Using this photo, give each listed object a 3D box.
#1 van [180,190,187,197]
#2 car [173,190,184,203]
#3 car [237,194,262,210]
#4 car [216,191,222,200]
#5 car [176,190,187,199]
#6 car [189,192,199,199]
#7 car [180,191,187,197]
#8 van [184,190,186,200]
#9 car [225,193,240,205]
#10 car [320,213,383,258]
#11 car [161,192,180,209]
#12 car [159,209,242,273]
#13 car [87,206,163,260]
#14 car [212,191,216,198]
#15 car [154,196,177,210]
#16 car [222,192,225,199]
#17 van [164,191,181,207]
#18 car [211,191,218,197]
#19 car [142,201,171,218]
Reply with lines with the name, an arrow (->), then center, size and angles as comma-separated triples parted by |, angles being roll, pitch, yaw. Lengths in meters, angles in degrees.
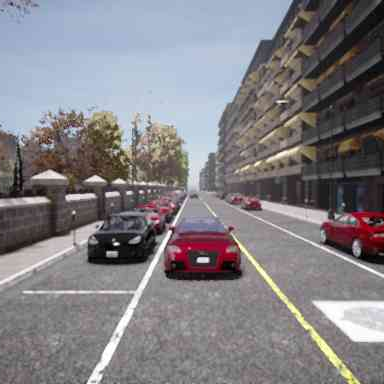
van -> -2.255, 0.353, 85.026 | 1.690, 1.788, 3.998 | 0, 1, 0
car -> -2.300, 0.889, 34.356 | 2.192, 1.841, 5.009 | 0, 1, 0
car -> 6.081, 1.157, 34.351 | 1.802, 1.307, 4.206 | 0, 1, 0
car -> 6.105, 0.821, 62.503 | 1.947, 1.339, 4.313 | 0, 1, 0
car -> -2.265, 0.446, 73.766 | 2.192, 1.841, 5.009 | 0, 1, 0
car -> 0.422, 0.735, 70.168 | 1.994, 1.385, 4.181 | 0, 1, 0
car -> -2.251, 0.535, 90.659 | 1.802, 1.307, 4.206 | 0, 1, 0
van -> -2.285, 0.722, 51.247 | 1.690, 1.788, 3.998 | 0, 1, 0
car -> 6.090, 0.887, 45.611 | 1.967, 1.590, 4.097 | 0, 1, 0
car -> 6.062, 1.392, 11.834 | 1.887, 1.381, 4.507 | 0, 1, 0
car -> -2.304, 1.078, 28.727 | 1.967, 1.590, 4.097 | 0, 1, 0
car -> 0.271, 1.433, 10.036 | 1.994, 1.385, 4.181 | 0, 1, 0
car -> -2.318, 1.412, 11.843 | 1.947, 1.339, 4.313 | 0, 1, 0
car -> 6.115, 0.572, 73.760 | 1.967, 1.590, 4.097 | 0, 1, 0
car -> -2.309, 1.248, 23.100 | 1.887, 1.381, 4.507 | 0, 1, 0
car -> 6.095, 0.965, 51.243 | 1.802, 1.307, 4.206 | 0, 1, 0
van -> -2.295, 0.851, 39.986 | 1.690, 1.788, 3.998 | 0, 1, 0
car -> 6.129, 0.537, 90.652 | 1.802, 1.307, 4.206 | 0, 1, 0
car -> -2.314, 1.355, 17.473 | 1.802, 1.307, 4.206 | 0, 1, 0
